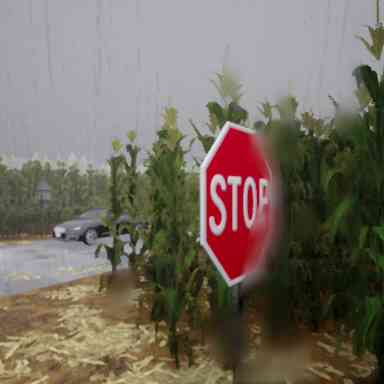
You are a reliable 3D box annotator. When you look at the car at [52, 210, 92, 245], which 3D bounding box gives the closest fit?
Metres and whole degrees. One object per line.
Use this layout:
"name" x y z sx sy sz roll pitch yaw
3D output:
"car" -4.128 1.496 15.705 2.128 1.511 4.902 0 0 34
